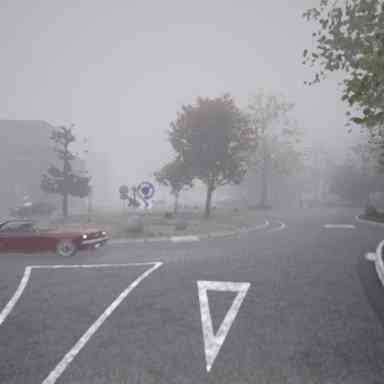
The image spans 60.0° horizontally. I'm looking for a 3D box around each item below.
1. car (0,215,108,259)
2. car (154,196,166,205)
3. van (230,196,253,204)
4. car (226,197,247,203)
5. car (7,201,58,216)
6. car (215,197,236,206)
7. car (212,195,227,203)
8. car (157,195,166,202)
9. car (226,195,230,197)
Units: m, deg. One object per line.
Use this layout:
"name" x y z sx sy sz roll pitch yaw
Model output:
"car" -5.576 1.651 12.180 4.718 1.301 1.895 -1 -2 9
"car" -6.638 1.909 68.072 1.812 1.442 4.674 0 0 -4
"van" 11.600 1.929 75.172 4.442 1.987 1.878 0 1 -4
"car" 11.215 2.090 83.492 4.792 1.488 2.163 0 1 -4
"car" -14.940 1.584 31.373 1.812 1.442 4.674 -2 -2 31
"car" 6.872 2.282 68.835 1.895 1.301 4.718 0 -1 -12
"car" 6.423 2.142 78.282 1.812 1.442 4.674 0 1 -4
"car" -8.007 1.786 88.193 2.097 1.767 4.553 0 0 -4
"car" 11.177 2.088 80.709 5.366 1.575 1.946 0 1 -4
